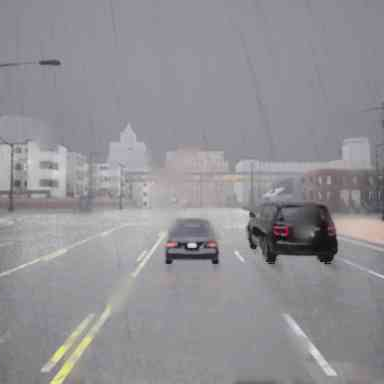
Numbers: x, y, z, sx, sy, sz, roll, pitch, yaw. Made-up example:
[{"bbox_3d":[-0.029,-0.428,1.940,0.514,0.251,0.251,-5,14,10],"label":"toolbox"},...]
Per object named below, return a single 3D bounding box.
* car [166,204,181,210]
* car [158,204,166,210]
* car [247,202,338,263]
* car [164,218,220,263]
[{"bbox_3d":[-4.113,3.738,83.574,1.882,1.535,5.008,-1,-2,15],"label":"car"},{"bbox_3d":[-7.094,3.859,85.791,1.812,1.442,4.674,-1,-2,18],"label":"car"},{"bbox_3d":[3.511,1.370,12.628,2.150,2.045,5.566,0,0,0],"label":"car"},{"bbox_3d":[0.010,1.691,12.553,2.033,1.411,5.357,0,-1,0],"label":"car"}]
